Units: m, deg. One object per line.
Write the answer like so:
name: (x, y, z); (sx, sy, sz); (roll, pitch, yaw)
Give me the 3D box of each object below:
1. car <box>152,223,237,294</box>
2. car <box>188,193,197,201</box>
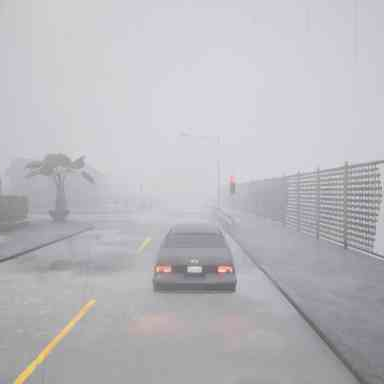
car: (0.073, 1.547, 8.955); (2.033, 1.411, 5.357); (0, 0, 1)
car: (0.090, 1.225, 87.059); (2.150, 2.045, 5.566); (0, 0, 0)
